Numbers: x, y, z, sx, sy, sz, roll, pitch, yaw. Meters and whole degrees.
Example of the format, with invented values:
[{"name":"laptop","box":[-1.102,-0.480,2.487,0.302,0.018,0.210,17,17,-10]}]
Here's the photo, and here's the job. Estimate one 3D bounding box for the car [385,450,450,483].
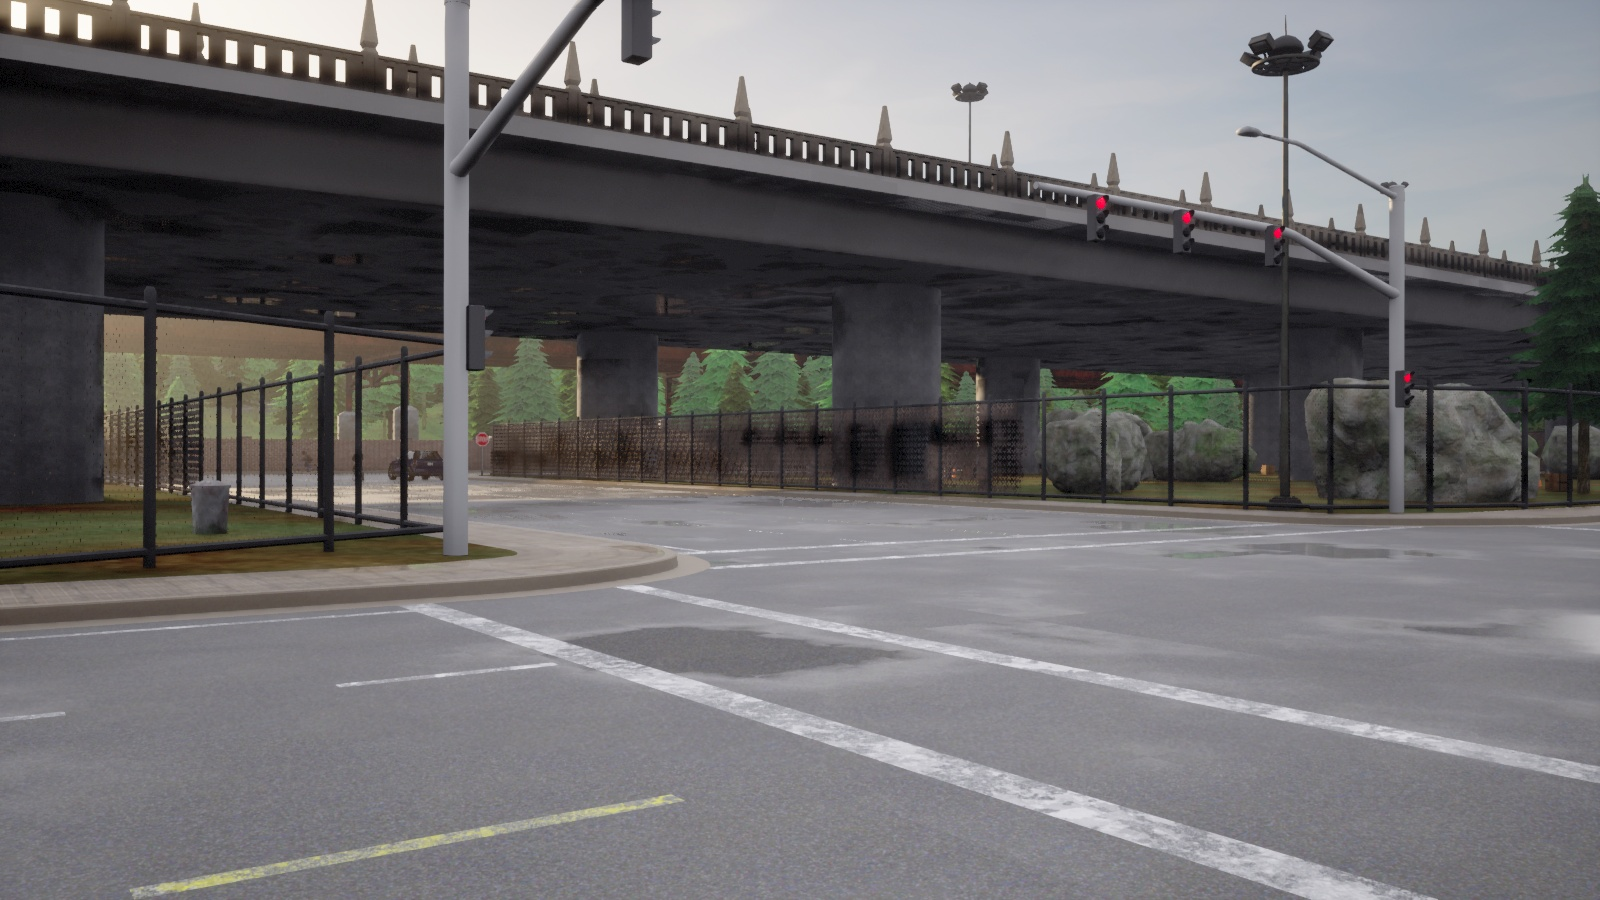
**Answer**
[{"name":"car","box":[-21.011,0.872,68.921,2.097,1.767,4.553,0,0,-35]}]
